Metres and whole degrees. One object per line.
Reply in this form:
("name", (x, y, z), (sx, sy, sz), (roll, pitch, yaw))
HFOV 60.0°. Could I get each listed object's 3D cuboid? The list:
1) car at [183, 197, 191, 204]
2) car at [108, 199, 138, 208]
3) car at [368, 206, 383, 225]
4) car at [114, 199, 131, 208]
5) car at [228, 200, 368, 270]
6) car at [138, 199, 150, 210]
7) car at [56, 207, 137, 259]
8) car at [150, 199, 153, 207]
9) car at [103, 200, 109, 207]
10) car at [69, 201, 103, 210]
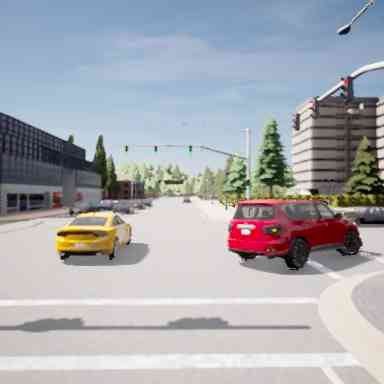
("car", (-1.189, 1.939, 75.793), (1.812, 1.442, 4.674), (0, 0, -1))
("car", (-7.780, 1.717, 37.969), (1.837, 1.490, 4.892), (0, 0, -1))
("car", (12.484, 1.668, 22.981), (5.357, 1.411, 2.033), (0, 0, -1))
("car", (-11.433, 1.908, 55.139), (1.895, 1.301, 4.718), (0, 0, -1))
("car", (3.673, 1.284, 11.592), (5.566, 2.045, 2.150), (0, -2, -40))
("car", (-7.893, 1.759, 48.182), (2.128, 1.511, 4.902), (0, 0, 0))
("car", (-3.600, 1.551, 12.993), (1.882, 1.535, 5.008), (0, 0, -1))
("car", (-7.961, 1.872, 58.547), (2.033, 1.411, 5.357), (0, 0, -1))
("car", (-11.356, 1.799, 44.852), (2.033, 1.411, 5.357), (0, 0, -1))
("car", (-11.231, 1.687, 34.597), (2.128, 1.511, 4.902), (0, 0, -1))
